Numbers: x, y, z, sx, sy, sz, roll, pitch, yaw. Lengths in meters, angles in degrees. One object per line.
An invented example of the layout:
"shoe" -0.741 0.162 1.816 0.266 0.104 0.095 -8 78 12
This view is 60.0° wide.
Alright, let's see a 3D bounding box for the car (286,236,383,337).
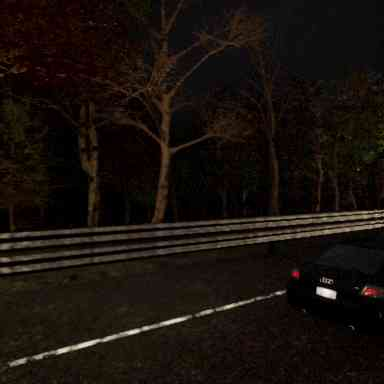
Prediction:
"car" 3.761 1.573 6.447 4.181 1.385 1.994 0 0 -36
